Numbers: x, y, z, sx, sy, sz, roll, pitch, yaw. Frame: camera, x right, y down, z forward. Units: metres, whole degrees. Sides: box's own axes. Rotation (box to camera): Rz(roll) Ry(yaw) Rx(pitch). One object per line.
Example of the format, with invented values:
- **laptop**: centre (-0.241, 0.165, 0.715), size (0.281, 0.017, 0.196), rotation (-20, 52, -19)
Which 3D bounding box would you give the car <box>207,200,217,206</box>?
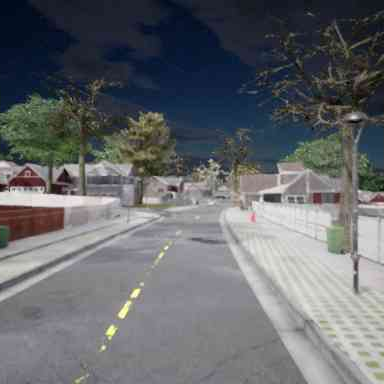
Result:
- **car**: centre (4.639, 2.628, 77.906), size (1.812, 1.442, 4.674), rotation (0, -1, 10)
